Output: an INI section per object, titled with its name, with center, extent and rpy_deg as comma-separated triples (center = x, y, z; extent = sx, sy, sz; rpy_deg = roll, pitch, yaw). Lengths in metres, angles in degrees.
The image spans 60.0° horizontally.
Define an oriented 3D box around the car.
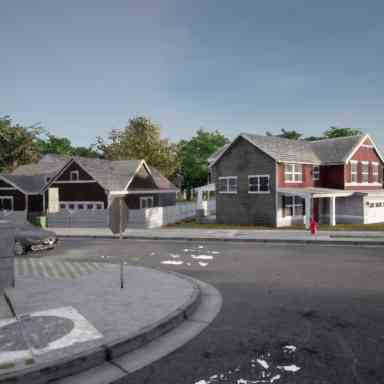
[car]
center = -8.667, 2.126, 15.901
extent = 4.892, 1.490, 1.837
rpy_deg = -2, 0, 20
